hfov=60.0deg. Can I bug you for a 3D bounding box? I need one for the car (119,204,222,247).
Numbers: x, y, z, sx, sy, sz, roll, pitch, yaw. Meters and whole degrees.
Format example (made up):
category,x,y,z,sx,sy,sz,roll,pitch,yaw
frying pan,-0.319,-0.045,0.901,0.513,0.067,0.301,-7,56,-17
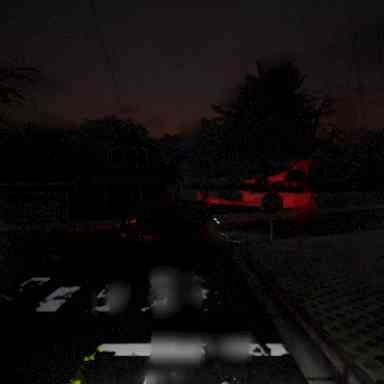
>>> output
category,x,y,z,sx,sy,sz,roll,pitch,yaw
car,-0.901,1.339,15.184,4.553,1.767,2.097,0,0,-25
